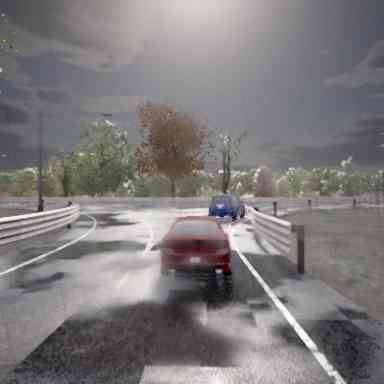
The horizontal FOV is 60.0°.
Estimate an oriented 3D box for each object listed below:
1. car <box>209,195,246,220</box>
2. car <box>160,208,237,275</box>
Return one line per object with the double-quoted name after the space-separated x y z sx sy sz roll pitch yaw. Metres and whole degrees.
2.996 1.253 27.797 2.150 2.045 5.566 0 0 19 "car"
0.152 1.489 10.550 1.882 1.535 5.008 0 0 2 "car"
